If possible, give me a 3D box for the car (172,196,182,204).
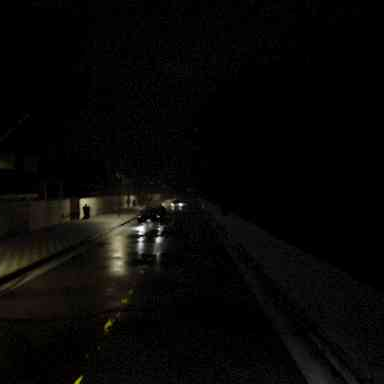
[{"bbox_3d":[-2.959,1.577,65.704,1.812,1.442,4.674,0,0,0],"label":"car"}]

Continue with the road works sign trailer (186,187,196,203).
[{"bbox_3d":[-0.228,0.529,74.339,2.380,3.560,2.880,0,0,0],"label":"road works sign trailer"}]

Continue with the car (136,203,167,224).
[{"bbox_3d":[-2.928,1.558,25.185,2.033,1.411,5.357,0,0,0],"label":"car"}]
